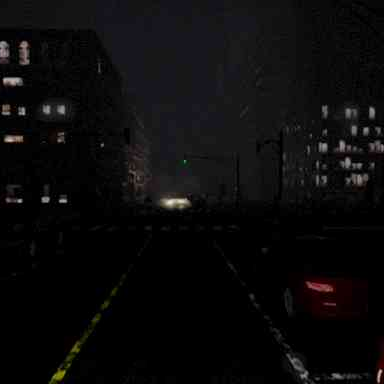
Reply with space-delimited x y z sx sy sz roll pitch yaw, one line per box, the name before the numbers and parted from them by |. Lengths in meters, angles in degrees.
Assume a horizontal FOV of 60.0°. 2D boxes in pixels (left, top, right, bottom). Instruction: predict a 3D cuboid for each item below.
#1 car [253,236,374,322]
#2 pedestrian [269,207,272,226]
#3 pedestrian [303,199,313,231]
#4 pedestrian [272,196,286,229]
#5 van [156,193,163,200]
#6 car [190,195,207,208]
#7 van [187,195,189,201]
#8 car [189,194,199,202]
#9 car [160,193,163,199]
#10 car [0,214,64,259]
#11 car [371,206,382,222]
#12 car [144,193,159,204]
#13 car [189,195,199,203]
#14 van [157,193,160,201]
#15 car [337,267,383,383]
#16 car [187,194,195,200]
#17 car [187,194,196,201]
car | 2.456 1.570 6.996 1.802 1.307 4.206 -1 0 -2
pedestrian | 4.906 1.112 19.496 0.375 1.860 0.375 -1 1 -2
pedestrian | 6.565 1.291 18.956 0.375 1.860 0.375 -1 1 -2
pedestrian | 4.798 1.110 18.291 0.375 1.860 0.375 -1 1 -2
van | -8.791 1.104 89.856 1.690 1.788 3.998 -1 0 -2
car | 1.110 1.451 45.036 1.887 1.381 4.507 -1 0 -2
van | 0.523 1.200 61.963 1.690 1.788 3.998 -1 0 -2
car | 0.914 1.331 50.678 1.967 1.590 4.097 -1 0 -2
car | -8.399 1.348 78.570 1.887 1.381 4.507 -1 0 -2
car | -6.111 1.528 12.248 2.008 1.369 4.403 -1 0 -2
car | 15.873 1.657 25.220 4.403 1.369 2.008 0 1 -1
car | -7.815 1.424 61.643 1.947 1.339 4.313 -1 0 -2
car | 0.331 1.386 67.606 1.887 1.381 4.507 -1 0 -2
van | -8.013 1.182 67.284 1.690 1.788 3.998 -1 0 -2
car | 2.648 1.543 1.418 1.887 1.381 4.507 -1 0 -2
car | -0.248 1.225 84.533 1.967 1.590 4.097 -1 0 -2
car | -0.059 1.245 78.890 1.967 1.590 4.097 -1 0 -2
